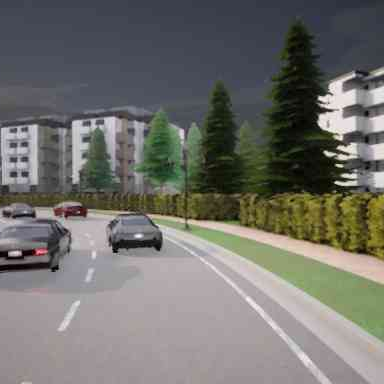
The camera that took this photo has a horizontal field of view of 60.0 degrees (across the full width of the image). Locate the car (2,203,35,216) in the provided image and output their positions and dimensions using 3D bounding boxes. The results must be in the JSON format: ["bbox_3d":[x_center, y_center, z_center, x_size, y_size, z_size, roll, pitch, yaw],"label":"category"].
[{"bbox_3d":[-15.507,1.671,29.745,1.994,1.385,4.181,0,0,-41],"label":"car"}]

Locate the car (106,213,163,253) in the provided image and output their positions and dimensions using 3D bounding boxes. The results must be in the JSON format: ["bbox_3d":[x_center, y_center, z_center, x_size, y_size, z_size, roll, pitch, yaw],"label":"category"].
[{"bbox_3d":[-2.542,1.579,14.067,1.994,1.385,4.181,0,0,-17],"label":"car"}]

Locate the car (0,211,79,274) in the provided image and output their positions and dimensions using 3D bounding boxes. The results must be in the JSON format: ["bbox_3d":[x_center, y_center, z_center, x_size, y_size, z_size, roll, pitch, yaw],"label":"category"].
[{"bbox_3d":[-5.019,1.582,10.682,2.033,1.411,5.357,0,0,-15],"label":"car"}]

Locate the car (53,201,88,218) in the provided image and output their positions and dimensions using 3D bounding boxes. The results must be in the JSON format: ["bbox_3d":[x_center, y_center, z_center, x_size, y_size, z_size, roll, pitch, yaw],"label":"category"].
[{"bbox_3d":[-11.045,1.551,29.927,1.882,1.535,5.008,0,0,-38],"label":"car"}]
